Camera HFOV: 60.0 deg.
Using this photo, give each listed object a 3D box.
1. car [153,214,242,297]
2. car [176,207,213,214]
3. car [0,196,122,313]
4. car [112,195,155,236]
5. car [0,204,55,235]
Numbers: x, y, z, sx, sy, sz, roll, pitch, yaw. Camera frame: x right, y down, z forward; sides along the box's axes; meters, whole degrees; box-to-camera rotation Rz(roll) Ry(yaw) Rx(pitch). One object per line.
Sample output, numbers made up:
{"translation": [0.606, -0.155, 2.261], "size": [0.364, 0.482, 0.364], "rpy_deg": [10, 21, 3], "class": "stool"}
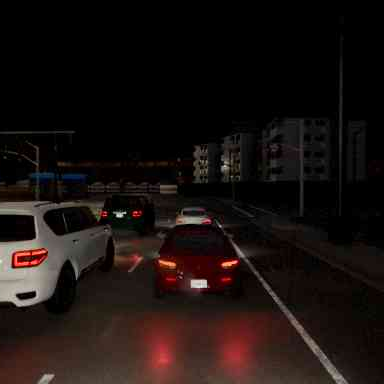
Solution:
{"translation": [0.118, 1.521, 8.423], "size": [1.812, 1.442, 4.674], "rpy_deg": [0, 0, 0], "class": "car"}
{"translation": [0.112, 1.490, 17.510], "size": [1.812, 1.442, 4.674], "rpy_deg": [0, 0, 1], "class": "car"}
{"translation": [-3.385, 1.217, 7.780], "size": [2.150, 2.045, 5.566], "rpy_deg": [0, 0, 0], "class": "car"}
{"translation": [-3.355, 1.179, 18.139], "size": [2.150, 2.045, 5.566], "rpy_deg": [0, 0, 0], "class": "car"}
{"translation": [-10.462, 1.554, 20.275], "size": [2.033, 1.411, 5.357], "rpy_deg": [0, 0, 0], "class": "car"}
